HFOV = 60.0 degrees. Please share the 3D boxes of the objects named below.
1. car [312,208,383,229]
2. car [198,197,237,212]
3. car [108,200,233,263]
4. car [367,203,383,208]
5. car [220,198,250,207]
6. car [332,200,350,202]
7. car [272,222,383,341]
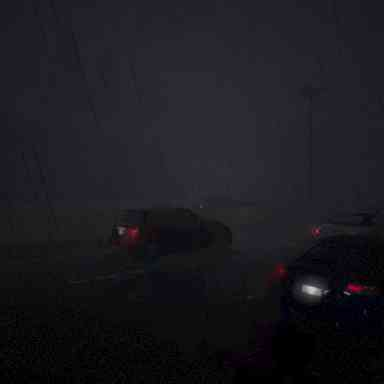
[{"bbox_3d":[7.053,1.537,13.878,4.718,1.301,1.895,0,0,-40],"label":"car"},{"bbox_3d":[3.035,1.408,38.848,4.892,1.490,1.837,0,0,-45],"label":"car"},{"bbox_3d":[-0.648,1.330,12.188,4.553,1.767,2.097,0,0,-38],"label":"car"},{"bbox_3d":[14.723,1.474,25.522,4.718,1.301,1.895,0,0,-44],"label":"car"},{"bbox_3d":[4.163,1.463,30.218,5.357,1.411,2.033,0,0,-43],"label":"car"},{"bbox_3d":[27.601,1.277,61.413,2.033,1.411,5.357,0,0,40],"label":"car"},{"bbox_3d":[3.497,1.534,6.549,4.181,1.385,1.994,0,0,-38],"label":"car"}]
